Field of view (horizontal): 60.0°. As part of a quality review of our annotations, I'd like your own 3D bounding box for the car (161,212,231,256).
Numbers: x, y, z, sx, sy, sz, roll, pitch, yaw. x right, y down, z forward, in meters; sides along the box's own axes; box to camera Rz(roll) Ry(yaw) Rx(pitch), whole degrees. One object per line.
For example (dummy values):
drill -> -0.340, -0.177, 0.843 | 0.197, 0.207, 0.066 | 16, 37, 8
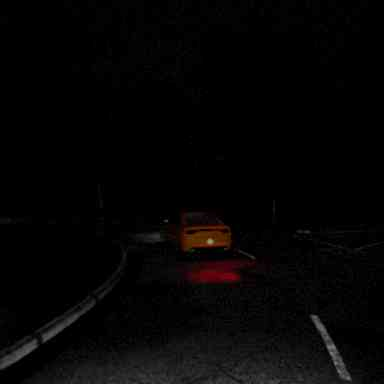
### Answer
car -> 0.003, 1.528, 13.516 | 1.882, 1.535, 5.008 | 0, -1, -14
